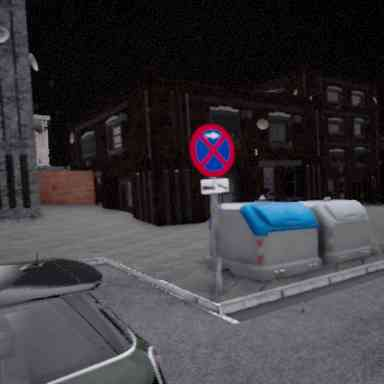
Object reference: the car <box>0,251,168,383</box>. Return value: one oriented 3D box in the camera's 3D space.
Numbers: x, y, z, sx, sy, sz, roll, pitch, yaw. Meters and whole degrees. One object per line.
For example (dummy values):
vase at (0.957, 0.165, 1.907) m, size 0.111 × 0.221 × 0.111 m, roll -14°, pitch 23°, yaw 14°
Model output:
car at (-2.338, 1.357, 1.741) m, size 4.553 × 1.767 × 2.097 m, roll -1°, pitch 0°, yaw -37°
